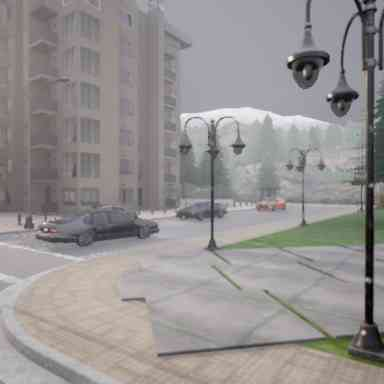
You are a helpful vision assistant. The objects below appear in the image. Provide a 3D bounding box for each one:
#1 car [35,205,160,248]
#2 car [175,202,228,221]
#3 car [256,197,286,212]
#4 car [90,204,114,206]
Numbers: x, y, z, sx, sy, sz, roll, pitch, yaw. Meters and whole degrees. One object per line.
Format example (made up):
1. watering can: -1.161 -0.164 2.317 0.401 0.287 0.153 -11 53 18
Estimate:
1. car: -3.945 1.505 14.696 2.033 1.411 5.357 0 0 43
2. car: 0.920 1.498 26.797 2.033 1.411 5.357 0 0 35
3. car: 9.008 1.306 37.815 2.097 1.767 4.553 0 0 37
4. car: -5.166 1.442 18.458 2.128 1.511 4.902 0 0 36
